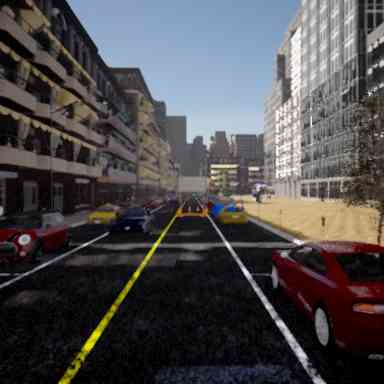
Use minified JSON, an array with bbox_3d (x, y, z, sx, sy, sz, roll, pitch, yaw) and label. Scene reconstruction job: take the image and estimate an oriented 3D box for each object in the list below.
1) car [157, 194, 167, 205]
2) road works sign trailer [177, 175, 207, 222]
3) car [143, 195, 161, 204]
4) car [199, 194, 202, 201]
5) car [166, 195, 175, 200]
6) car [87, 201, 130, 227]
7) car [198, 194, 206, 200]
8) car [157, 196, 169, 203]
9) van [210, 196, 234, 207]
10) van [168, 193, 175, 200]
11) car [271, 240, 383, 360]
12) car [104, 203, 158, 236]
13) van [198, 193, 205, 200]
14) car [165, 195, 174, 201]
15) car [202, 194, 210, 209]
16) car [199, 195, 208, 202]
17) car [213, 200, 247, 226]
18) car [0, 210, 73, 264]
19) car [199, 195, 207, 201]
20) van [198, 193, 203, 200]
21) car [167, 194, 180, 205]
[{"bbox_3d":[-5.699,1.465,55.609,1.752,1.417,4.829,0,0,0],"label":"car"},{"bbox_3d":[-0.003,0.425,26.141,2.380,3.560,2.880,0,0,0],"label":"road works sign trailer"},{"bbox_3d":[-5.698,1.490,44.725,1.887,1.381,4.507,0,0,0],"label":"car"},{"bbox_3d":[2.681,1.520,61.305,1.802,1.307,4.206,0,0,0],"label":"car"},{"bbox_3d":[-5.701,1.483,88.938,1.887,1.381,4.507,0,0,0],"label":"car"},{"bbox_3d":[-5.697,1.491,22.449,1.752,1.417,4.829,0,0,0],"label":"car"},{"bbox_3d":[2.678,1.379,88.938,1.967,1.590,4.097,0,0,0],"label":"car"},{"bbox_3d":[-5.699,1.487,66.832,2.008,1.369,4.403,0,0,0],"label":"car"},{"bbox_3d":[2.682,1.300,28.145,1.690,1.788,3.998,0,0,0],"label":"van"},{"bbox_3d":[-5.703,1.282,94.465,1.690,1.788,3.998,0,0,0],"label":"van"},{"bbox_3d":[2.684,1.535,6.039,1.887,1.381,4.507,0,0,0],"label":"car"},{"bbox_3d":[-3.100,1.535,17.942,1.994,1.385,4.181,0,0,0],"label":"car"},{"bbox_3d":[2.677,1.283,94.466,1.690,1.788,3.998,0,0,0],"label":"van"},{"bbox_3d":[-5.701,1.503,83.411,1.947,1.339,4.313,0,0,0],"label":"car"},{"bbox_3d":[2.681,1.386,44.725,1.967,1.590,4.097,0,0,0],"label":"car"},{"bbox_3d":[2.680,1.461,78.054,1.752,1.417,4.829,0,0,0],"label":"car"},{"bbox_3d":[2.684,1.491,22.789,1.752,1.417,4.829,0,0,0],"label":"car"},{"bbox_3d":[-5.697,1.421,11.565,1.967,1.590,4.097,0,0,0],"label":"car"},{"bbox_3d":[2.679,1.503,83.412,1.947,1.339,4.313,0,0,0],"label":"car"},{"bbox_3d":[2.679,1.277,72.359,1.690,1.788,3.998,0,0,0],"label":"van"},{"bbox_3d":[-3.043,1.540,59.023,1.895,1.301,4.718,0,0,1],"label":"car"}]
